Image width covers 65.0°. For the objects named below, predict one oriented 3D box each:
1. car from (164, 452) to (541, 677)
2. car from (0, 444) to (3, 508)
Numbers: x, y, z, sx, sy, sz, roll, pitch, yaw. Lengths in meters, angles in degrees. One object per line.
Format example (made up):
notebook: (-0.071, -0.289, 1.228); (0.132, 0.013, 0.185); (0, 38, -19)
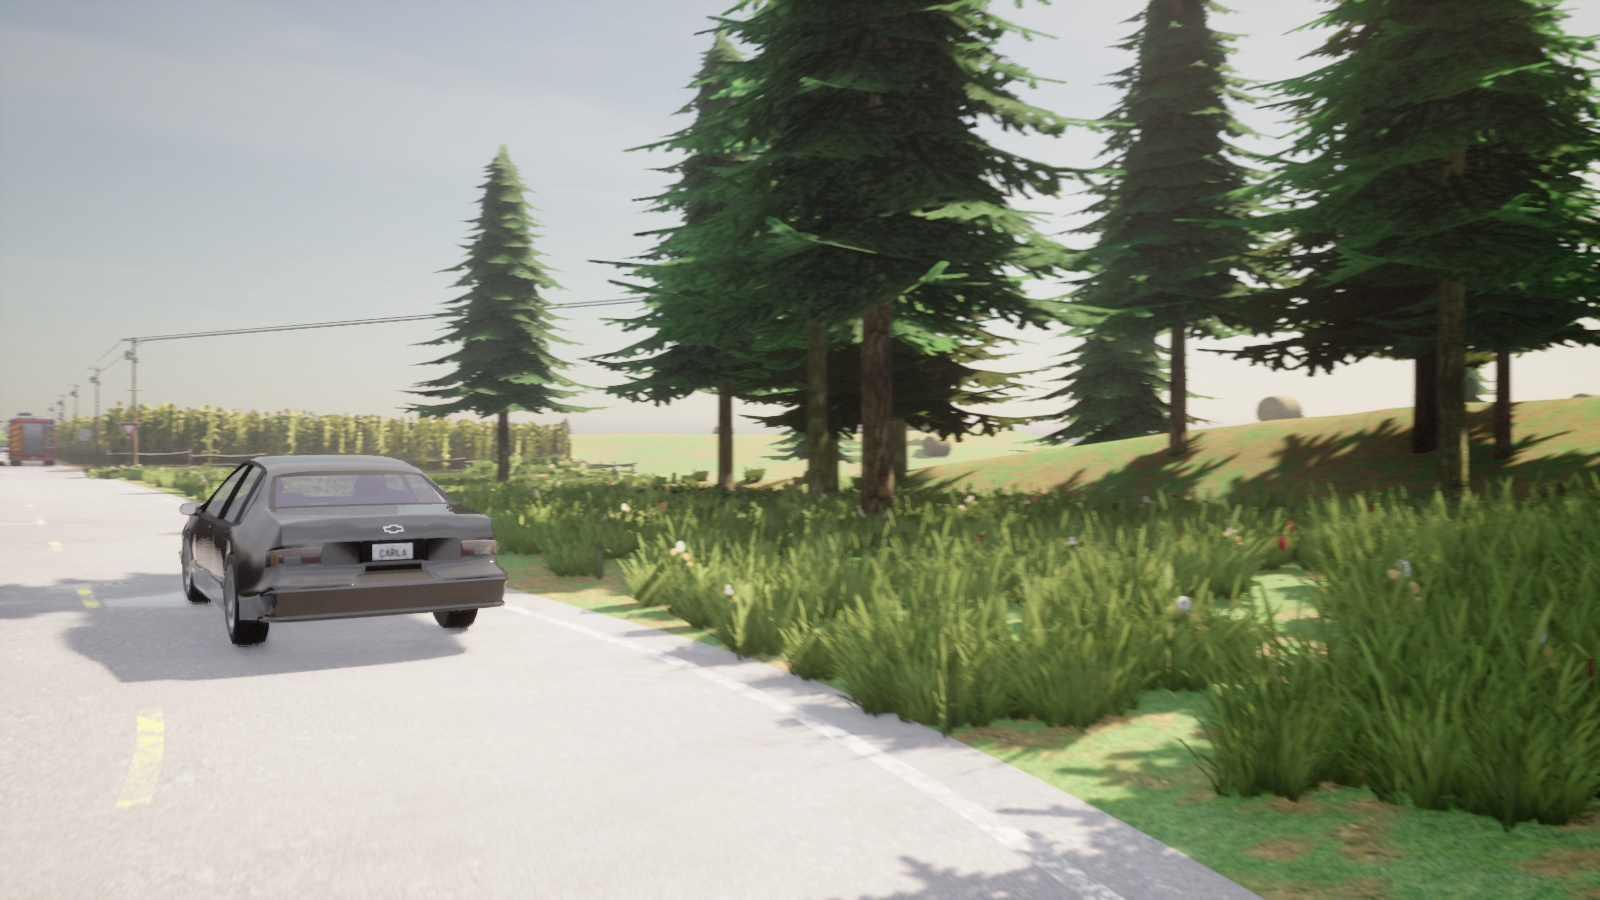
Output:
car: (-4.144, 0.738, 10.889); (2.033, 1.411, 5.357); (0, 0, -31)
car: (-20.797, 0.603, 31.060); (1.837, 1.490, 4.892); (0, 0, -32)
